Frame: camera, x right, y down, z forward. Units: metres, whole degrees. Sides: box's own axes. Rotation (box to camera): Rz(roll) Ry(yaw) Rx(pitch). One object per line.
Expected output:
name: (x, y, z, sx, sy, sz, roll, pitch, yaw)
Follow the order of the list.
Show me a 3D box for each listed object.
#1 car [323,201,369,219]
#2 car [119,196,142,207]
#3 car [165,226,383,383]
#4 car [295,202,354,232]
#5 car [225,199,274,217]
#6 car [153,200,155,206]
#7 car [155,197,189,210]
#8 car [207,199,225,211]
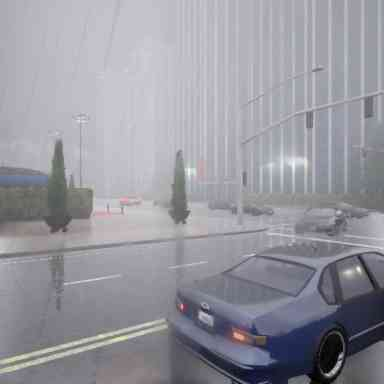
car: (12.211, 1.506, 27.973, 1.837, 1.490, 4.892, 0, 0, -36)
car: (-9.624, 1.352, 52.113, 2.097, 1.767, 4.553, 0, 0, -36)
car: (2.224, 1.547, 5.389, 5.357, 1.411, 2.033, 0, 0, -35)
car: (7.270, 1.526, 18.216, 1.812, 1.442, 4.674, 1, 1, 36)
car: (5.536, 1.526, 31.170, 1.812, 1.442, 4.674, 0, 0, -36)
car: (-4.236, 1.526, 50.625, 1.812, 1.442, 4.674, 0, 0, -36)
car: (-2.298, 1.503, 41.966, 1.837, 1.490, 4.892, 0, 0, -36)
car: (4.026, 1.547, 39.200, 2.033, 1.411, 5.357, 0, 0, -36)
